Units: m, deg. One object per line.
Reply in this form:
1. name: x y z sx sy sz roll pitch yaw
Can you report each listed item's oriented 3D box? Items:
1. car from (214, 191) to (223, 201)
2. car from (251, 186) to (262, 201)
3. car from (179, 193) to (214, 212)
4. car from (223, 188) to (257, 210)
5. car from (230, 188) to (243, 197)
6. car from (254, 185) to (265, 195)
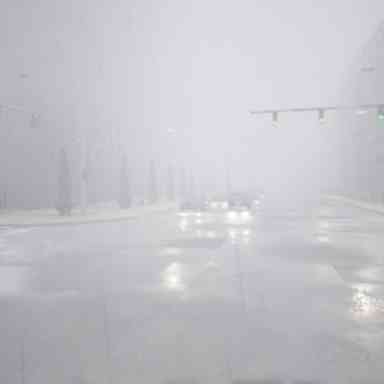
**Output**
1. car: 3.632 0.528 41.539 1.994 1.385 4.181 -1 1 14
2. car: 7.768 0.352 43.694 1.837 1.490 4.892 -1 1 14
3. car: 0.309 0.894 27.944 1.994 1.385 4.181 -1 1 14
4. car: 4.398 0.708 29.938 2.128 1.511 4.902 -1 1 14
5. car: 7.969 0.017 59.089 1.812 1.442 4.674 -1 1 14
6. car: 12.445 -0.362 62.545 2.150 2.045 5.566 -1 1 14
